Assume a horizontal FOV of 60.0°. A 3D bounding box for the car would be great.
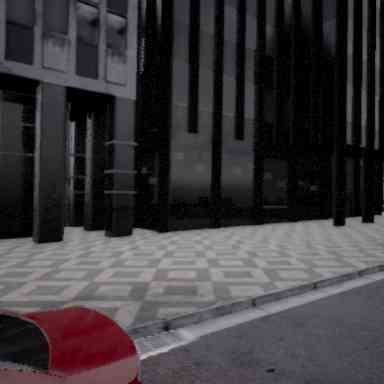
[{"bbox_3d":[-2.632,1.475,1.499,5.008,1.535,1.882,0,0,-36],"label":"car"}]
